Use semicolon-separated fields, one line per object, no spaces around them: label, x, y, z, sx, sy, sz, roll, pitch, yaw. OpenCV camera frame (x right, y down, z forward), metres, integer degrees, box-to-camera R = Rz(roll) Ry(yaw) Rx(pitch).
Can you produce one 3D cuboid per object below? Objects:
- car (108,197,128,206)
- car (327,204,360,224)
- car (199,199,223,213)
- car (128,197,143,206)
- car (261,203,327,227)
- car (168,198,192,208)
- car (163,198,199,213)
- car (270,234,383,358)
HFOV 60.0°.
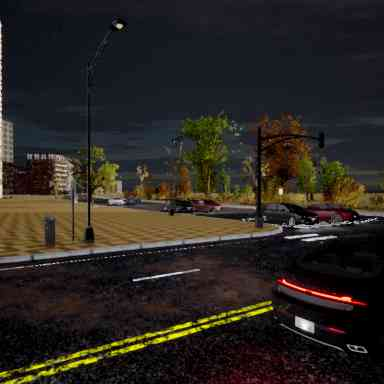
car;-13.140;1.654;57.668;1.812;1.442;4.674;0;0;-29
car;10.464;1.589;25.416;1.994;1.385;4.181;0;0;-38
car;1.703;1.596;38.902;1.812;1.442;4.674;0;0;-31
car;-10.590;1.665;59.762;2.033;1.411;5.357;0;0;-29
car;6.766;1.548;23.547;1.837;1.490;4.892;0;0;-25
car;-1.857;1.648;51.453;1.994;1.385;4.181;0;0;-31
car;-1.612;1.589;38.097;1.837;1.490;4.892;0;0;-31
car;3.490;1.504;5.758;4.892;1.490;1.837;0;0;-34
